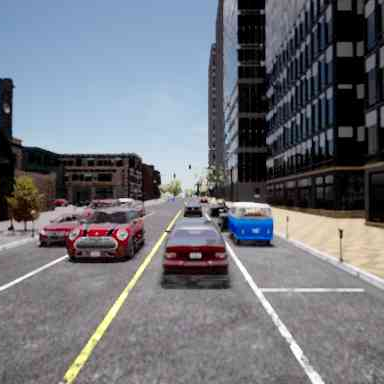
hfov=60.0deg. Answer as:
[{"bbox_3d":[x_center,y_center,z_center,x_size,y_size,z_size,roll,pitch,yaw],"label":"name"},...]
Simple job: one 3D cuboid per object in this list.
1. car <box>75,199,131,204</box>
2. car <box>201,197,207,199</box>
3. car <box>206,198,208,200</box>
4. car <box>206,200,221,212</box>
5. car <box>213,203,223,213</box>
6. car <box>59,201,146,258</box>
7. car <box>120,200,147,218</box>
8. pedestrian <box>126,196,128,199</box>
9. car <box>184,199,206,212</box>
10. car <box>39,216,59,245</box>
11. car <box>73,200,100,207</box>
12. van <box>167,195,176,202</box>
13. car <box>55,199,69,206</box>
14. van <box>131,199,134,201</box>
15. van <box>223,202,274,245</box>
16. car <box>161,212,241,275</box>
[{"bbox_3d":[-5.673,1.415,21.472,2.192,1.841,5.009,1,0,0],"label":"car"},{"bbox_3d":[2.711,1.797,76.295,1.967,1.590,4.097,1,0,0],"label":"car"},{"bbox_3d":[2.843,1.704,38.518,1.752,1.417,4.829,1,0,0],"label":"car"},{"bbox_3d":[2.671,1.718,32.704,1.947,1.339,4.313,1,0,0],"label":"car"},{"bbox_3d":[2.670,1.665,21.415,1.947,1.339,4.313,1,0,0],"label":"car"},{"bbox_3d":[-3.099,1.412,12.883,2.097,1.767,4.553,0,0,0],"label":"car"},{"bbox_3d":[-5.674,1.592,32.760,1.967,1.590,4.097,1,0,0],"label":"car"},{"bbox_3d":[-12.537,1.657,64.292,0.375,1.860,0.375,0,-1,1],"label":"pedestrian"},{"bbox_3d":[0.103,1.706,34.231,2.033,1.411,5.357,0,0,0],"label":"car"},{"bbox_3d":[-5.677,1.655,15.827,1.802,1.307,4.206,1,0,0],"label":"car"},{"bbox_3d":[-19.412,2.088,61.425,4.313,1.339,1.947,-1,-1,1],"label":"car"},{"bbox_3d":[-5.667,1.751,87.380,1.690,1.788,3.998,1,0,0],"label":"van"},{"bbox_3d":[-24.960,2.015,61.498,4.097,1.590,1.967,-1,-1,1],"label":"car"},{"bbox_3d":[-5.672,1.467,27.116,1.690,1.788,3.998,1,0,0],"label":"van"},{"bbox_3d":[2.673,1.414,15.773,1.690,1.788,3.998,1,0,0],"label":"van"},{"bbox_3d":[0.095,1.596,10.570,2.033,1.411,5.357,0,0,0],"label":"car"}]
